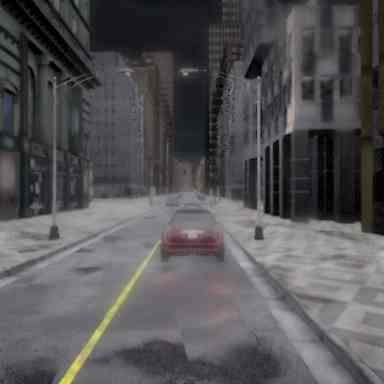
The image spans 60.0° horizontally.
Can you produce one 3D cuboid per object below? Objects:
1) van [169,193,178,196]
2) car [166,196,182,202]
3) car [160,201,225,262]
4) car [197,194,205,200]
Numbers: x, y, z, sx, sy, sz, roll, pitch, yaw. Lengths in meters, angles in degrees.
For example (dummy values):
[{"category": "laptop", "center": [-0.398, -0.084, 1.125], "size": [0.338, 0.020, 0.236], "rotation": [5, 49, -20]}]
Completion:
[{"category": "van", "center": [-5.658, 1.513, 94.863], "size": [1.690, 1.788, 3.998], "rotation": [0, 0, 0]}, {"category": "car", "center": [-3.063, 1.701, 52.202], "size": [1.994, 1.385, 4.181], "rotation": [0, 0, 0]}, {"category": "car", "center": [0.039, 1.394, 12.534], "size": [2.097, 1.767, 4.553], "rotation": [0, 0, 1]}, {"category": "car", "center": [2.866, 1.737, 94.810], "size": [1.947, 1.339, 4.313], "rotation": [0, 0, 0]}]
